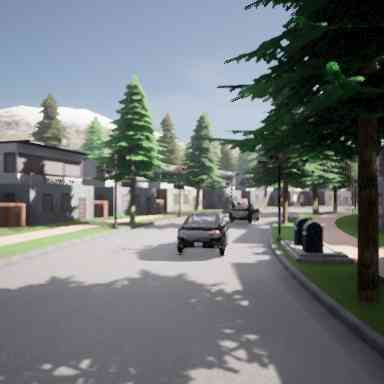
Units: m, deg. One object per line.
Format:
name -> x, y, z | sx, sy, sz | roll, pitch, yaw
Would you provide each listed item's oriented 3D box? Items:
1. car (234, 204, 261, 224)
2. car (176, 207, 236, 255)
car -> 4.512, 1.770, 27.964 | 2.128, 1.511, 4.902 | 0, -1, 23
car -> 0.592, 1.631, 13.991 | 2.128, 1.511, 4.902 | 0, 0, 9
